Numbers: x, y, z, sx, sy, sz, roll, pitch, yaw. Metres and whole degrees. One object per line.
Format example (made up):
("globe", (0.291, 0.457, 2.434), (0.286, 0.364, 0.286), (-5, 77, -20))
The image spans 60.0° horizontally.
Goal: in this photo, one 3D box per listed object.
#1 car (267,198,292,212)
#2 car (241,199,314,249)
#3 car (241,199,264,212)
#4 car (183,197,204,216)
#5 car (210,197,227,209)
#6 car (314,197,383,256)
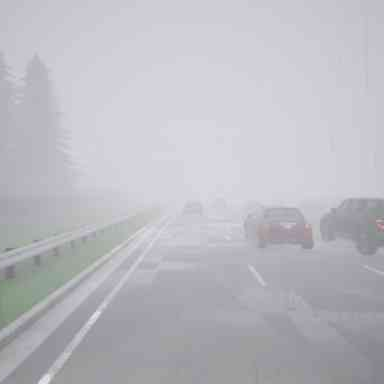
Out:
("car", (10.617, 1.536, 40.501), (1.812, 1.442, 4.674), (0, 0, 0))
("car", (3.606, 1.356, 14.676), (2.097, 1.767, 4.553), (0, 0, 0))
("car", (7.115, 1.575, 39.380), (1.994, 1.385, 4.181), (0, 0, 0))
("car", (0.112, 1.502, 32.815), (2.128, 1.511, 4.902), (0, 0, 0))
("car", (3.619, 1.518, 45.302), (1.837, 1.490, 4.892), (0, 0, 0))
("car", (7.105, 1.225, 13.344), (2.150, 2.045, 5.566), (0, 0, 0))
